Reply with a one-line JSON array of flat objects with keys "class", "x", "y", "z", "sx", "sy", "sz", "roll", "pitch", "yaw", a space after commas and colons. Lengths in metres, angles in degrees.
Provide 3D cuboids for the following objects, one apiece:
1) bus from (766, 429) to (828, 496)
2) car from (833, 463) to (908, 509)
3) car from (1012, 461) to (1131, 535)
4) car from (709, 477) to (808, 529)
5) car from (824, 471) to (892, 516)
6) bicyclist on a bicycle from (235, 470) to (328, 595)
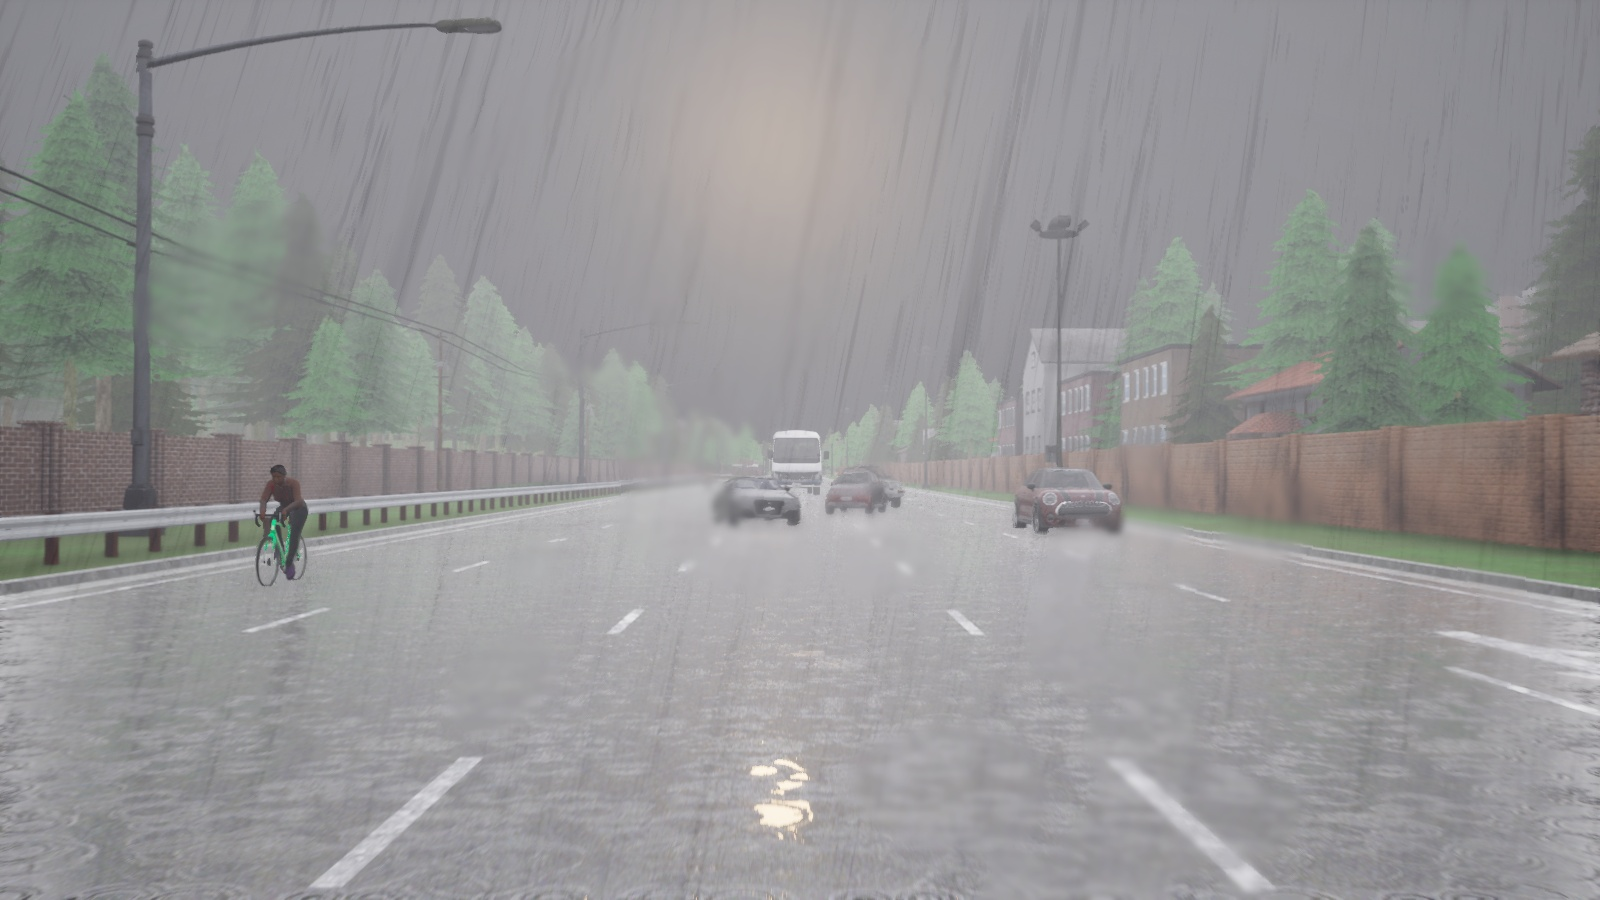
[{"class": "bus", "x": -0.215, "y": 0.859, "z": 84.839, "sx": 3.944, "sy": 4.253, "sz": 10.273, "roll": 0, "pitch": -1, "yaw": 0}, {"class": "car", "x": 2.921, "y": 1.509, "z": 53.148, "sx": 1.932, "sy": 1.855, "sz": 4.605, "roll": 0, "pitch": -1, "yaw": -13}, {"class": "car", "x": 6.919, "y": 1.190, "z": 32.510, "sx": 2.097, "sy": 1.767, "sz": 4.553, "roll": 0, "pitch": -1, "yaw": 0}, {"class": "car", "x": -1.262, "y": 1.489, "z": 36.187, "sx": 1.994, "sy": 1.385, "sz": 4.181, "roll": 0, "pitch": -1, "yaw": -14}, {"class": "car", "x": 2.130, "y": 1.547, "z": 45.513, "sx": 1.789, "sy": 1.549, "sz": 3.705, "roll": 0, "pitch": -1, "yaw": 13}, {"class": "bicyclist on a bicycle", "x": -7.043, "y": 1.082, "z": 17.121, "sx": 0.582, "sy": 1.620, "sz": 1.656, "roll": 0, "pitch": -1, "yaw": 0}]
